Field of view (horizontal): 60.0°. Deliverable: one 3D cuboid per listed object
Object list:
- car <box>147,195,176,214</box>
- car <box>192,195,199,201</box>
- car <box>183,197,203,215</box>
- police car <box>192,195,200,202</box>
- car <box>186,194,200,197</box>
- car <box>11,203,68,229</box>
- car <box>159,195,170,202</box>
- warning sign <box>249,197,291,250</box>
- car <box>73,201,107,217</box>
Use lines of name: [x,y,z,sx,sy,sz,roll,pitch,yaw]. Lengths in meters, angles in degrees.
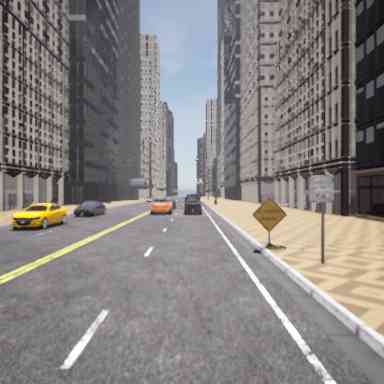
car: [-3.154,1.382,35.174,2.097,1.767,4.553,0,0,0]
car: [0.962,1.684,92.485,1.801,1.575,5.366,0,0,0]
car: [0.095,1.535,34.954,1.837,1.490,4.892,0,0,0]
police car: [0.963,1.605,82.405,1.930,1.638,5.238,0,0,0]
car: [0.068,1.281,46.257,2.150,2.045,5.566,0,0,0]
car: [-9.849,1.488,21.857,1.882,1.535,5.008,0,0,0]
car: [-6.511,1.595,79.154,2.128,1.511,4.902,0,0,0]
warning sign: [2.852,1.117,12.288,1.300,1.860,1.060,0,0,0]
car: [-9.810,1.574,32.504,2.033,1.411,5.357,0,0,1]
